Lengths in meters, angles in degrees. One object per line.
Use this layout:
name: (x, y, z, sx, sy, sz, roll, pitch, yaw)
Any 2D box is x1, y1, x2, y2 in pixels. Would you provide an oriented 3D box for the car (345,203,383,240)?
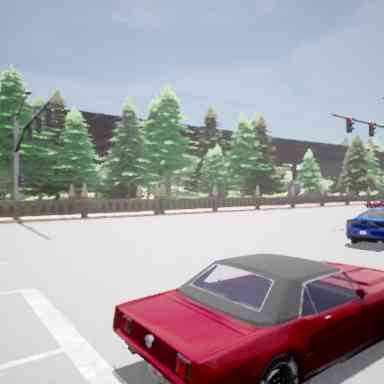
car: (8.550, 1.401, 14.144, 5.008, 1.535, 1.882, 0, 0, -36)

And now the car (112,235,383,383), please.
car: (1.433, 1.581, 4.770, 4.718, 1.301, 1.895, 0, 0, -36)

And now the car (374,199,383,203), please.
car: (20.765, 1.409, 35.956, 4.718, 1.301, 1.895, 0, 0, -35)
